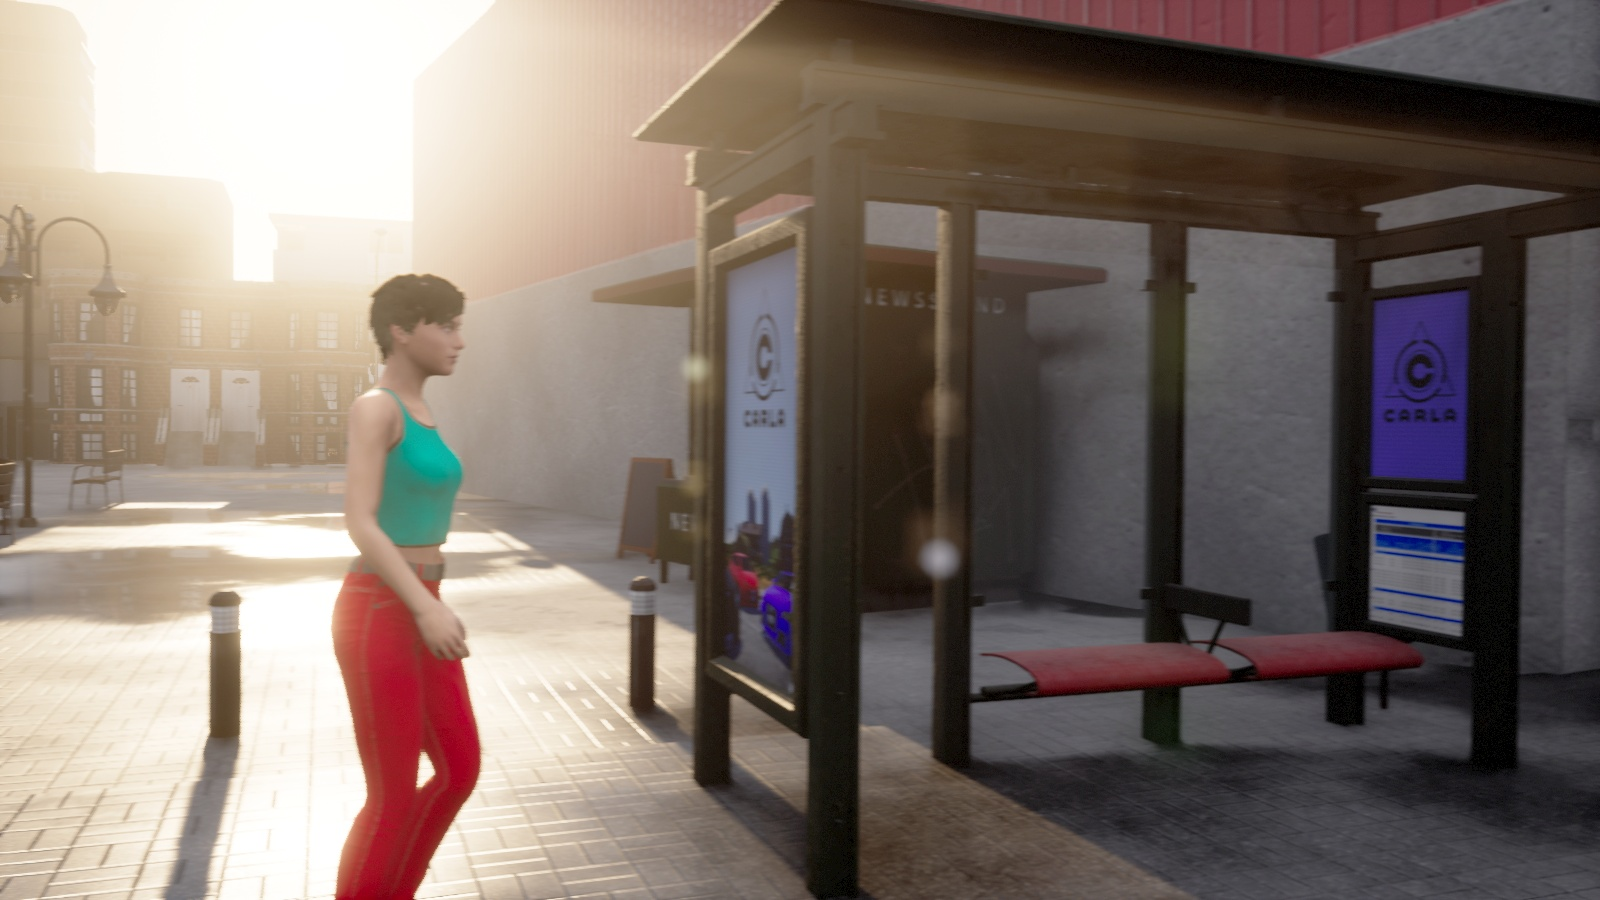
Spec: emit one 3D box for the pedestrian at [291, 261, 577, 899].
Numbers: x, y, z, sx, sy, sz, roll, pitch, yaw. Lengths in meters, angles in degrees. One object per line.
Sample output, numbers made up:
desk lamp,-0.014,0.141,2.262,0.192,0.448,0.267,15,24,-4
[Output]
pedestrian,-0.914,0.465,3.208,0.594,1.836,0.345,-1,1,4
